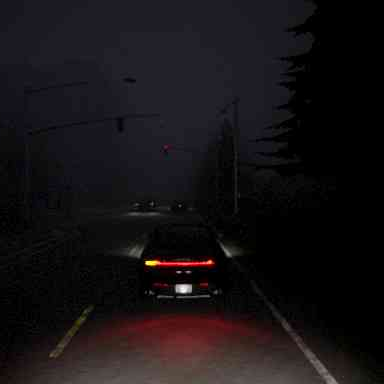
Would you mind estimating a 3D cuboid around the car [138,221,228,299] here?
[{"bbox_3d":[-0.228,1.489,8.416,1.837,1.490,4.892,0,0,-2],"label":"car"}]

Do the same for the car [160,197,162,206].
[{"bbox_3d":[-5.617,1.383,51.462,1.882,1.535,5.008,0,0,-2],"label":"car"}]

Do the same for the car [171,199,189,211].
[{"bbox_3d":[-1.410,1.494,38.498,1.994,1.385,4.181,0,0,-2],"label":"car"}]

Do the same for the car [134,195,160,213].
[{"bbox_3d":[-5.047,1.285,36.623,2.097,1.767,4.553,0,0,-2],"label":"car"}]
